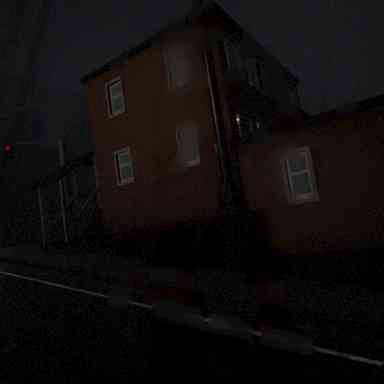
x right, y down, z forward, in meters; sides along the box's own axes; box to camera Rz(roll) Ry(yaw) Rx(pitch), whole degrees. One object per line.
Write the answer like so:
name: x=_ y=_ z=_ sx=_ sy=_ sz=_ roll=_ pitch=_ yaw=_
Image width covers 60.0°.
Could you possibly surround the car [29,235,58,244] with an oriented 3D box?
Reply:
car: x=-12.108 y=4.594 z=29.482 sx=2.128 sy=1.511 sz=4.902 roll=-13 pitch=-12 yaw=35
